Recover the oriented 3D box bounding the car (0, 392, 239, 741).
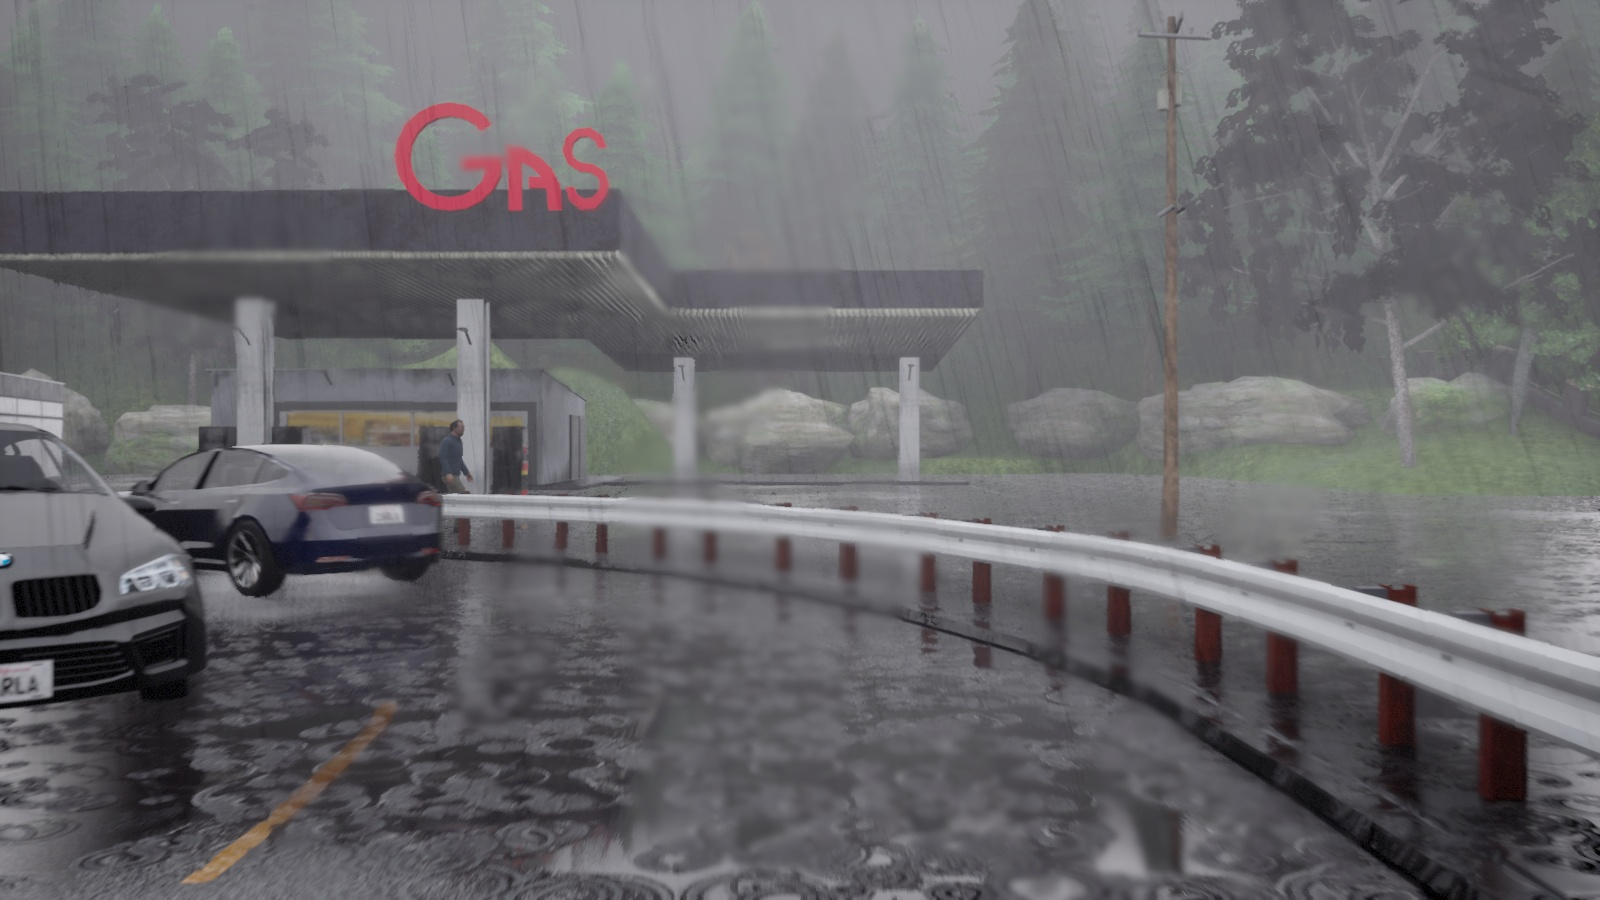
[{"bbox_3d":[-5.389,0.545,7.678,2.242,1.667,4.611,0,0,-42],"label":"car"}]

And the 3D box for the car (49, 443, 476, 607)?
[{"bbox_3d":[-5.955,0.667,13.693,4.792,1.488,2.163,0,0,37],"label":"car"}]

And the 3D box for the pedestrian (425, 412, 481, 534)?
[{"bbox_3d":[-5.285,0.345,19.137,0.726,1.842,0.402,0,0,6],"label":"pedestrian"}]
